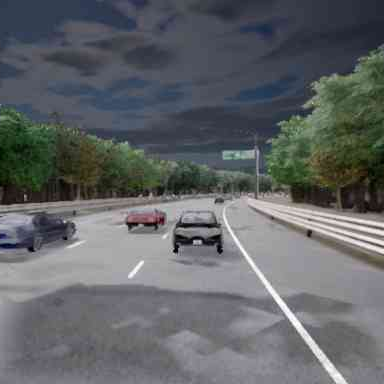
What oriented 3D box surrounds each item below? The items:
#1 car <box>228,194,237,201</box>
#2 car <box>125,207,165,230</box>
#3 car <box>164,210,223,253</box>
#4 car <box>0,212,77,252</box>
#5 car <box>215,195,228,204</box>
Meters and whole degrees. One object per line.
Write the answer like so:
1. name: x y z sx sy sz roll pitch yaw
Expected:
1. car: 9.955 1.538 88.652 2.128 1.511 4.902 0 0 13
2. car: -2.796 1.617 21.258 1.895 1.301 4.718 0 0 3
3. car: 0.276 1.508 13.876 2.128 1.511 4.902 0 0 2
4. car: -6.641 1.550 13.834 2.033 1.411 5.357 0 0 2
5. car: 5.527 1.530 65.598 1.837 1.490 4.892 0 0 9
